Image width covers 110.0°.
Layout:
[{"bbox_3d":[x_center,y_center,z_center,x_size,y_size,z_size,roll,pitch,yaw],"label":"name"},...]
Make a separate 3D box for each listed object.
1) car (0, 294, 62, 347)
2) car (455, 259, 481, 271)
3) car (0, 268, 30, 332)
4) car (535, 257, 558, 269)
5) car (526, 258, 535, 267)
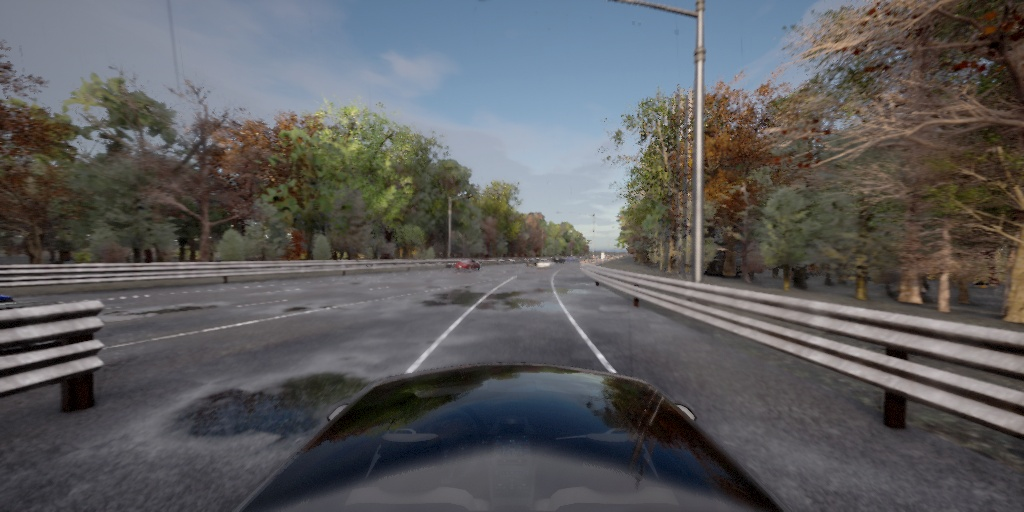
[{"bbox_3d":[-10.909,1.277,6.176,1.895,1.301,4.718,1,0,18],"label":"car"},{"bbox_3d":[-5.555,1.135,45.493,1.812,1.442,4.674,1,0,18],"label":"car"},{"bbox_3d":[-14.238,1.105,7.246,1.882,1.535,5.008,1,0,18],"label":"car"},{"bbox_3d":[5.469,1.310,56.851,1.895,1.301,4.718,1,0,18],"label":"car"},{"bbox_3d":[3.929,1.167,63.455,1.837,1.490,4.892,1,0,18],"label":"car"}]
